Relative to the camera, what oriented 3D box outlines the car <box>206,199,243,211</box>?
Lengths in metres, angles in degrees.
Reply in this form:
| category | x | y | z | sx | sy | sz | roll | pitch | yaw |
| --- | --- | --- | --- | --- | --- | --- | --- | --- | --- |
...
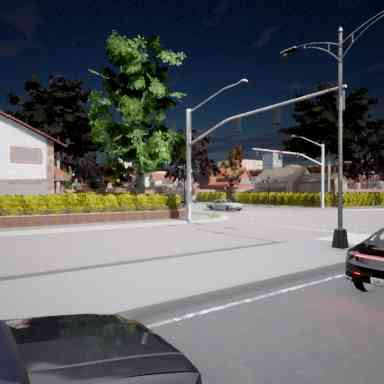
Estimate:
| category | x | y | z | sx | sy | sz | roll | pitch | yaw |
| --- | --- | --- | --- | --- | --- | --- | --- | --- | --- |
| car | 3.754 | 1.505 | 38.422 | 1.895 | 1.301 | 4.718 | 0 | 0 | -36 |

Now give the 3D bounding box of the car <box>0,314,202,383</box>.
| category | x | y | z | sx | sy | sz | roll | pitch | yaw |
| --- | --- | --- | --- | --- | --- | --- | --- | --- | --- |
| car | -2.446 | 1.543 | 2.001 | 5.357 | 1.411 | 2.033 | 0 | 0 | -36 |

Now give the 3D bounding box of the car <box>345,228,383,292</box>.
| category | x | y | z | sx | sy | sz | roll | pitch | yaw |
| --- | --- | --- | --- | --- | --- | --- | --- | --- | --- |
| car | 5.496 | 1.474 | 7.651 | 4.902 | 1.511 | 2.128 | 0 | 0 | -35 |

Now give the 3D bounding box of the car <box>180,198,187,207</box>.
| category | x | y | z | sx | sy | sz | roll | pitch | yaw |
| --- | --- | --- | --- | --- | --- | --- | --- | --- | --- |
| car | -2.129 | 1.483 | 46.593 | 1.895 | 1.301 | 4.718 | 0 | 0 | -36 |
